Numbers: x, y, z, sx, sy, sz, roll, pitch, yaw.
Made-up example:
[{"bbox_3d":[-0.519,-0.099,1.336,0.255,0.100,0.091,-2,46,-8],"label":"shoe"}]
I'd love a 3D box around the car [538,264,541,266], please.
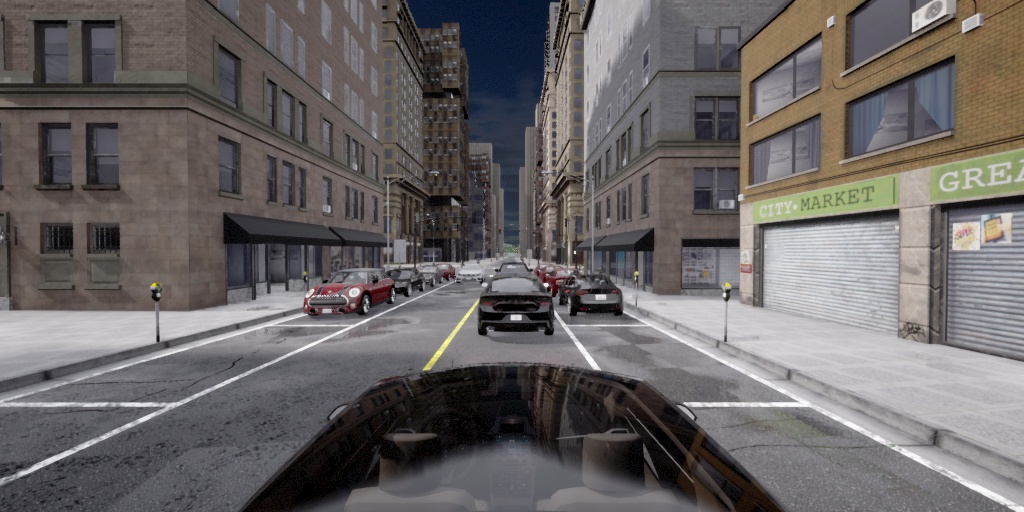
[{"bbox_3d":[2.764,1.293,24.180,1.888,1.381,4.507,0,0,0],"label":"car"}]

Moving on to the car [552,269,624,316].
[{"bbox_3d":[2.763,1.314,13.170,1.948,1.339,4.313,0,0,0],"label":"car"}]

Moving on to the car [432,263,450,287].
[{"bbox_3d":[-5.761,1.298,24.181,2.007,1.370,4.403,0,0,0],"label":"car"}]

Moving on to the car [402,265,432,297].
[{"bbox_3d":[-5.762,1.313,18.676,1.948,1.339,4.313,0,0,0],"label":"car"}]

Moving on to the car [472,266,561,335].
[{"bbox_3d":[0.099,1.226,10.499,1.882,1.535,5.008,0,0,0],"label":"car"}]

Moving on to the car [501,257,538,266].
[{"bbox_3d":[0.104,1.100,19.722,2.097,1.767,4.553,0,0,0],"label":"car"}]

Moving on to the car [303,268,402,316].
[{"bbox_3d":[-5.763,1.188,13.171,1.967,1.591,4.097,0,0,0],"label":"car"}]

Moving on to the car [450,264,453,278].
[{"bbox_3d":[-5.761,1.293,29.687,1.888,1.381,4.507,0,0,0],"label":"car"}]

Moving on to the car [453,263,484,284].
[{"bbox_3d":[-3.000,1.277,27.084,1.812,1.442,4.674,0,0,0],"label":"car"}]

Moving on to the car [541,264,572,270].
[{"bbox_3d":[2.764,1.293,18.674,1.888,1.381,4.507,0,0,0],"label":"car"}]
